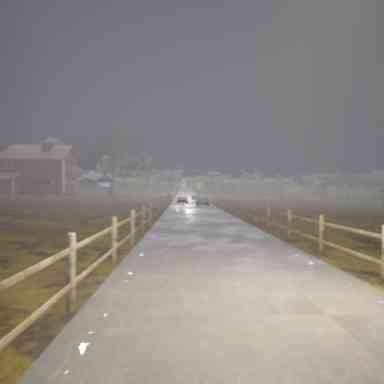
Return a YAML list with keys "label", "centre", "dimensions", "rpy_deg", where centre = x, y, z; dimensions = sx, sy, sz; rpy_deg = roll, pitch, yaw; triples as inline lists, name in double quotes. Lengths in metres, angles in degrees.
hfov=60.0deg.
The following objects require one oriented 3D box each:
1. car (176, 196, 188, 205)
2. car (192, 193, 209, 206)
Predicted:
- label: "car"
  centre: [-1.545, 1.299, 53.422]
  dimensions: [1.895, 1.301, 4.718]
  rpy_deg: [1, 1, -1]
- label: "car"
  centre: [1.472, 1.272, 49.331]
  dimensions: [2.128, 1.511, 4.902]
  rpy_deg: [1, 1, -2]
